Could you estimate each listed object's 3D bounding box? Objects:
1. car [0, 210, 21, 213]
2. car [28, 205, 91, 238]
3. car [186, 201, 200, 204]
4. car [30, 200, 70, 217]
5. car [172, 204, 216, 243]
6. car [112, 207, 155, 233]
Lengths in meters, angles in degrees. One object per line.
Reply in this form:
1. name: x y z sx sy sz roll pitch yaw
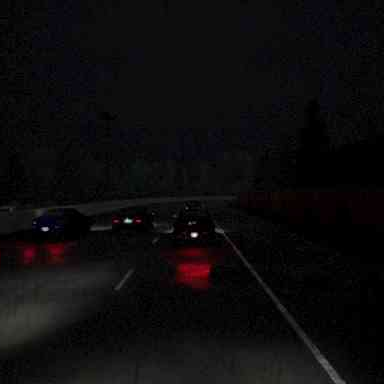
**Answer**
1. car: -17.588 1.621 33.108 1.812 1.442 4.674 0 0 0
2. car: -6.909 1.578 17.949 1.812 1.442 4.674 0 0 0
3. car: 0.107 1.648 34.928 2.033 1.411 5.357 0 0 0
4. car: -14.088 1.574 33.334 1.882 1.535 5.008 0 0 0
5. car: 0.104 1.552 16.371 1.837 1.490 4.892 0 0 0
6. car: -3.396 1.606 20.035 2.033 1.411 5.357 0 0 0
